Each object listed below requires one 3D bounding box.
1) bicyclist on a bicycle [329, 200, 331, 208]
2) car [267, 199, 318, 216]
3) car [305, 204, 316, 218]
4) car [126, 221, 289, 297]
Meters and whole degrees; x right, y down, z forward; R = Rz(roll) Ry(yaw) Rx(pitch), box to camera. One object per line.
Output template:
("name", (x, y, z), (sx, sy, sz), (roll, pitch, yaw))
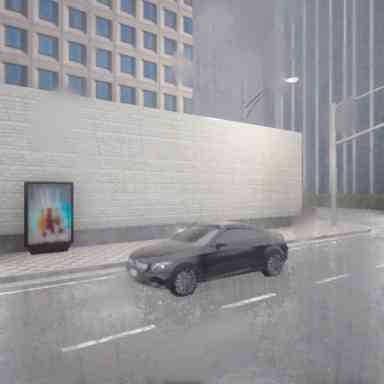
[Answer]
("bicyclist on a bicycle", (18.624, 1.356, 43.921), (1.656, 1.620, 0.582), (0, 0, -36))
("car", (10.401, 1.547, 34.826), (2.128, 1.511, 4.902), (0, 0, -36))
("car", (9.021, 1.533, 30.740), (1.882, 1.535, 5.008), (0, 0, -36))
("car", (0.603, 1.526, 8.720), (4.674, 1.442, 1.812), (0, 0, -35))
